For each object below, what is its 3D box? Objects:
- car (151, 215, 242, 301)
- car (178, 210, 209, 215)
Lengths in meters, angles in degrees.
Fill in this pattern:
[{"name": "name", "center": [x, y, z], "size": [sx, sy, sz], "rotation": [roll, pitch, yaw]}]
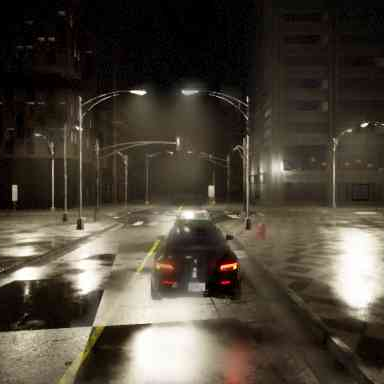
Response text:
[{"name": "car", "center": [0.085, 1.523, 8.210], "size": [1.812, 1.442, 4.674], "rotation": [0, 0, 0]}, {"name": "car", "center": [0.074, 1.593, 17.235], "size": [1.895, 1.301, 4.718], "rotation": [0, 0, 0]}]
